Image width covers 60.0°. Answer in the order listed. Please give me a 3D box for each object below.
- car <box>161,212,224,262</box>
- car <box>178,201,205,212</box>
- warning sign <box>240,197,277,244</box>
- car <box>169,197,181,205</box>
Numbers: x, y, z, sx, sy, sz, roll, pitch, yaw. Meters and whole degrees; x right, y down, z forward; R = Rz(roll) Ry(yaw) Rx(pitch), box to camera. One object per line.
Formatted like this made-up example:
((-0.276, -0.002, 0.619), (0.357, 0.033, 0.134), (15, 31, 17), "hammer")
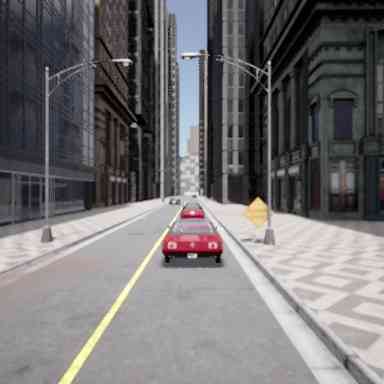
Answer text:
((0.037, 1.618, 12.108), (1.895, 1.301, 4.718), (0, 0, 1), "car")
((0.050, 1.605, 27.949), (1.994, 1.385, 4.181), (0, 0, 1), "car")
((2.720, 1.135, 13.720), (1.300, 1.860, 1.060), (0, 0, 0), "warning sign")
((-3.037, 1.585, 58.942), (2.128, 1.511, 4.902), (0, 0, 1), "car")
